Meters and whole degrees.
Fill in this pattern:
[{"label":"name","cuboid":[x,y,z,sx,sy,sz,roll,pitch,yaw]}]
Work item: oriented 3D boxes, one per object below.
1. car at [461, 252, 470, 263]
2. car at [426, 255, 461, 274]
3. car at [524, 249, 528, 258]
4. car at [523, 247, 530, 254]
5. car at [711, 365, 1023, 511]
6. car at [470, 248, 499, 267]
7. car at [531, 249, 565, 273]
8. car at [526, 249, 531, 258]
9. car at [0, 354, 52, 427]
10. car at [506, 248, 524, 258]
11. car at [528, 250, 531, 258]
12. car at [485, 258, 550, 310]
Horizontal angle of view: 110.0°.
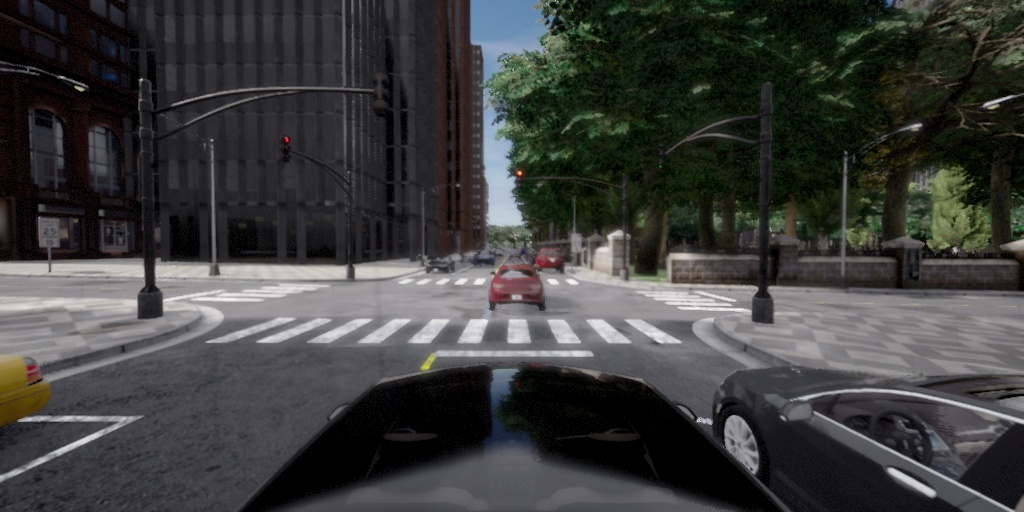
[{"label":"car","cuboid":[-5.432,0.167,44.836,2.007,1.370,4.403,0,0,0]},{"label":"car","cuboid":[-5.559,0.605,28.471,1.948,1.339,4.313,0,0,0]},{"label":"car","cuboid":[3.135,0.032,50.232,2.007,1.370,4.403,0,0,0]},{"label":"car","cuboid":[3.177,-0.219,55.687,1.967,1.591,4.097,0,0,0]},{"label":"car","cuboid":[2.761,1.300,1.760,2.007,1.370,4.403,0,0,0]},{"label":"car","cuboid":[-2.821,0.160,37.464,2.097,1.767,4.553,0,1,1]},{"label":"car","cuboid":[2.966,0.359,28.415,2.192,1.841,5.009,0,0,0]},{"label":"car","cuboid":[3.093,0.172,44.777,2.007,1.370,4.403,0,0,0]},{"label":"car","cuboid":[-5.766,1.270,1.647,1.751,1.417,4.829,0,0,0]},{"label":"car","cuboid":[0.494,-0.197,58.952,2.033,1.411,5.357,0,1,1]},{"label":"car","cuboid":[3.051,0.328,39.323,1.948,1.339,4.313,0,0,0]},{"label":"car","cuboid":[0.178,1.002,13.038,1.812,1.442,4.674,1,2,1]}]
